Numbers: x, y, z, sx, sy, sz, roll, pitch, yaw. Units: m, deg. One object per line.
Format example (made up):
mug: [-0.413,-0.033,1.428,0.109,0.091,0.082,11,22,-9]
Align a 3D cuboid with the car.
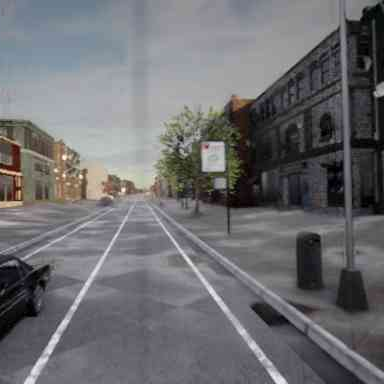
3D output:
car: [-3.661,1.737,4.984,1.895,1.301,4.718,-1,-1,-9]
